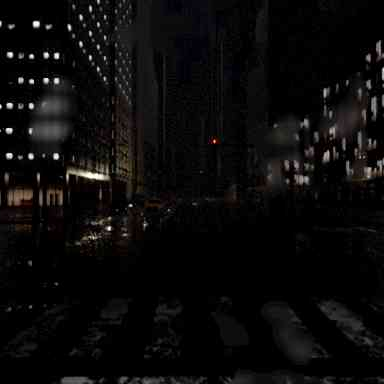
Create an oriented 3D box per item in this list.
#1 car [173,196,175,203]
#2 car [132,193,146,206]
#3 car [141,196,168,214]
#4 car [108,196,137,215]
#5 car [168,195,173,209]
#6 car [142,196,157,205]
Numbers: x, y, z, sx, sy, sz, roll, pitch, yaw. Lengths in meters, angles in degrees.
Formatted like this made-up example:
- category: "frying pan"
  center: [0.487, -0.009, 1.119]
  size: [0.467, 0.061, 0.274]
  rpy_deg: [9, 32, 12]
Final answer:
- category: "car"
  center: [-4.248, 1.509, 54.156]
  size: [1.812, 1.442, 4.674]
  rpy_deg: [0, 0, -1]
- category: "car"
  center: [-7.352, 1.208, 45.763]
  size: [2.150, 2.045, 5.566]
  rpy_deg: [0, 0, -1]
- category: "car"
  center: [-3.915, 1.471, 35.211]
  size: [1.882, 1.535, 5.008]
  rpy_deg: [0, 0, -1]
- category: "car"
  center: [-7.151, 1.497, 33.963]
  size: [1.837, 1.490, 4.892]
  rpy_deg: [0, 0, -1]
- category: "car"
  center: [-4.077, 1.341, 44.171]
  size: [2.097, 1.767, 4.553]
  rpy_deg: [0, 0, -1]
- category: "car"
  center: [-7.569, 1.524, 59.968]
  size: [2.033, 1.411, 5.357]
  rpy_deg: [0, 0, 0]
